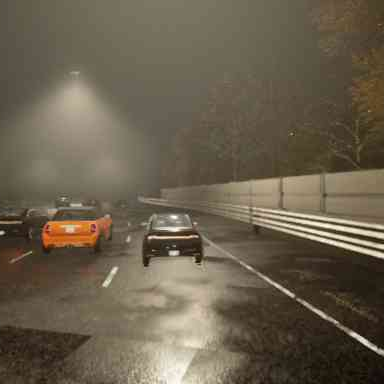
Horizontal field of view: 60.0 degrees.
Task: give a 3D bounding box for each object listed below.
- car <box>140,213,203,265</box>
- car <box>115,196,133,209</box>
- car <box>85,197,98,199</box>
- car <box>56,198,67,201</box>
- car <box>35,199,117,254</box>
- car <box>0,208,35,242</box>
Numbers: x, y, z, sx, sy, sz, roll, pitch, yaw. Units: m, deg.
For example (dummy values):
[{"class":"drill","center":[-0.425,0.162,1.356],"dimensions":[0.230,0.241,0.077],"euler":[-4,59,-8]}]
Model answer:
[{"class":"car","center":[-0.772,1.495,11.704],"dimensions":[2.128,1.511,4.902],"euler":[0,0,-6]},{"class":"car","center":[-9.817,1.542,45.066],"dimensions":[1.837,1.490,4.892],"euler":[0,0,-24]},{"class":"car","center":[-13.724,1.404,45.197],"dimensions":[2.097,1.767,4.553],"euler":[0,0,-24]},{"class":"car","center":[-18.094,1.559,46.292],"dimensions":[2.128,1.511,4.902],"euler":[0,0,-26]},{"class":"car","center":[-4.579,1.369,13.908],"dimensions":[2.097,1.767,4.553],"euler":[0,0,-7]},{"class":"car","center":[-8.525,1.523,16.559],"dimensions":[2.128,1.511,4.902],"euler":[0,0,-10]}]
